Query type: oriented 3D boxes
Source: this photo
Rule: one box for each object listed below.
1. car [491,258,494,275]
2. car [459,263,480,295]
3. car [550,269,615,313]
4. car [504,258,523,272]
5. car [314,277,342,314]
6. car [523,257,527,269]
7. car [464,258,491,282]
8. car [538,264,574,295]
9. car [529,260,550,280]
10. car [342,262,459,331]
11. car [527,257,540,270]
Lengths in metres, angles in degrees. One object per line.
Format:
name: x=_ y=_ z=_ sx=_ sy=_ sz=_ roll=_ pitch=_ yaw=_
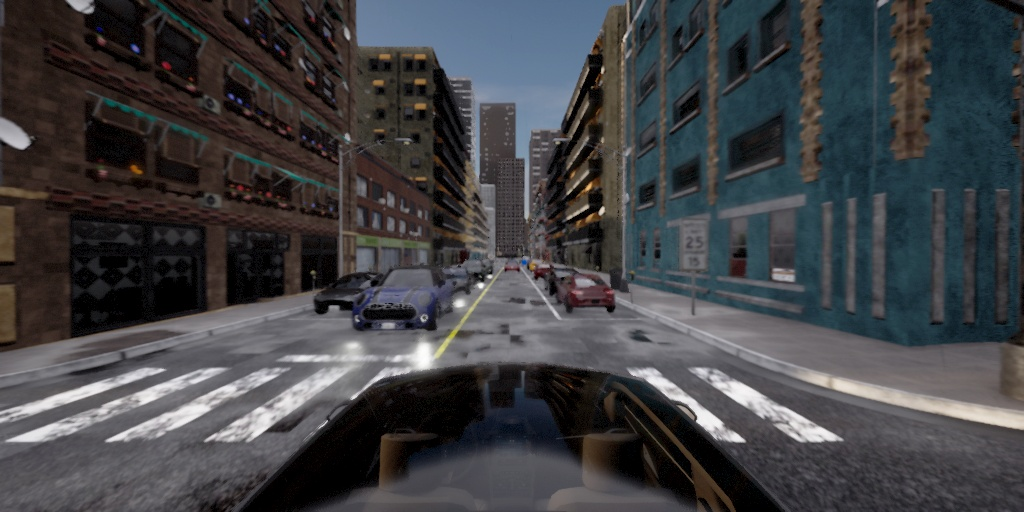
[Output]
car: x=-3.053 y=1.054 z=38.573 sx=2.097 sy=1.767 sz=4.553 roll=0 pitch=0 yaw=0
car: x=-3.089 y=1.289 z=19.582 sx=1.994 sy=1.385 sz=4.181 roll=0 pitch=0 yaw=0
car: x=2.694 y=1.314 z=13.637 sx=1.802 sy=1.307 sz=4.207 roll=0 pitch=0 yaw=0
car: x=0.018 y=1.260 z=44.342 sx=1.994 sy=1.385 sz=4.181 roll=0 pitch=0 yaw=0
car: x=-5.687 y=1.298 z=13.652 sx=1.948 sy=1.339 sz=4.313 roll=0 pitch=0 yaw=0
car: x=3.135 y=1.042 z=51.173 sx=2.097 sy=1.767 sz=4.553 roll=0 pitch=0 yaw=0
car: x=-3.083 y=1.066 z=28.486 sx=2.097 sy=1.767 sz=4.553 roll=0 pitch=0 yaw=0
car: x=2.697 y=1.291 z=19.160 sx=1.948 sy=1.339 sz=4.313 roll=0 pitch=0 yaw=0
car: x=2.702 y=1.257 z=30.207 sx=1.888 sy=1.381 sz=4.507 roll=0 pitch=0 yaw=0
car: x=-3.036 y=1.088 z=10.895 sx=2.097 sy=1.767 sz=4.553 roll=0 pitch=0 yaw=-2
car: x=3.158 y=1.173 z=44.203 sx=1.882 sy=1.535 sz=5.008 roll=0 pitch=0 yaw=0
